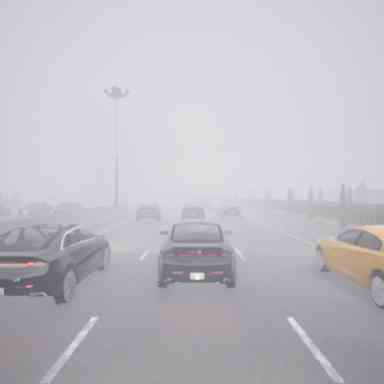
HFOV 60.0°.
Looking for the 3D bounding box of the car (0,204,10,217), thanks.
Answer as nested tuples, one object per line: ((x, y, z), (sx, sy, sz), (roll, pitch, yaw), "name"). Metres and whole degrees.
((-17.737, 1.647, 29.156), (1.994, 1.385, 4.181), (0, 0, -2), "car")

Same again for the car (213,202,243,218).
((3.386, 1.632, 31.005), (1.812, 1.442, 4.674), (0, 0, -3), "car")

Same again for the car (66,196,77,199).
((-25.554, 1.526, 70.430), (2.128, 1.511, 4.902), (0, 0, -28), "car")

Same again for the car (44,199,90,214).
((-10.724, 1.593, 28.904), (1.837, 1.490, 4.892), (0, 0, -2), "car")

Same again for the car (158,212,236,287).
((0.117, 1.537, 9.429), (1.837, 1.490, 4.892), (0, 0, 0), "car")

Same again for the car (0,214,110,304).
((-3.386, 1.517, 8.182), (2.128, 1.511, 4.902), (0, 0, 0), "car")

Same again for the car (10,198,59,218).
((-14.305, 1.583, 30.752), (2.128, 1.511, 4.902), (0, 0, -3), "car")

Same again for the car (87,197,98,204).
((-20.488, 1.731, 68.342), (2.128, 1.511, 4.902), (0, 0, -25), "car")

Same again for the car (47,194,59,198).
((-29.225, 1.309, 69.807), (2.150, 2.045, 5.566), (0, 0, -28), "car")

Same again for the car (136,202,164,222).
((-3.435, 1.580, 27.279), (2.128, 1.511, 4.902), (0, 0, -2), "car")

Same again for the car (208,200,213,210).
((1.730, 1.718, 45.709), (1.994, 1.385, 4.181), (0, 0, -11), "car")

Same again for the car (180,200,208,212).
((0.043, 1.571, 27.864), (1.882, 1.535, 5.008), (0, 0, -2), "car")

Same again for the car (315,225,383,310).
((4.564, 1.509, 7.911), (1.882, 1.535, 5.008), (0, 0, 0), "car")
